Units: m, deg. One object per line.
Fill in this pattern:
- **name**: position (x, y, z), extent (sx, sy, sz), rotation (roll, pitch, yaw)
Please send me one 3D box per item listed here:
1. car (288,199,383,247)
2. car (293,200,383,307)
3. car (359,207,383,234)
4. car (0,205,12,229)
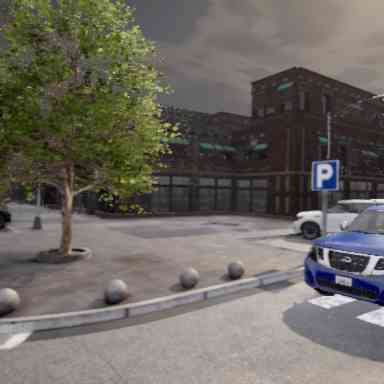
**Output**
- **car**: position (7.863, 1.383, 16.254), extent (5.566, 2.045, 2.435), rotation (0, -1, 35)
- **car**: position (4.979, 1.296, 7.652), extent (5.566, 2.045, 2.150), rotation (1, 0, -36)
- **car**: position (12.949, 1.729, 19.606), extent (5.366, 1.575, 1.946), rotation (0, -1, 35)
- **car**: position (-12.675, 1.022, 17.651), extent (2.435, 2.045, 5.566), rotation (1, -1, 34)
